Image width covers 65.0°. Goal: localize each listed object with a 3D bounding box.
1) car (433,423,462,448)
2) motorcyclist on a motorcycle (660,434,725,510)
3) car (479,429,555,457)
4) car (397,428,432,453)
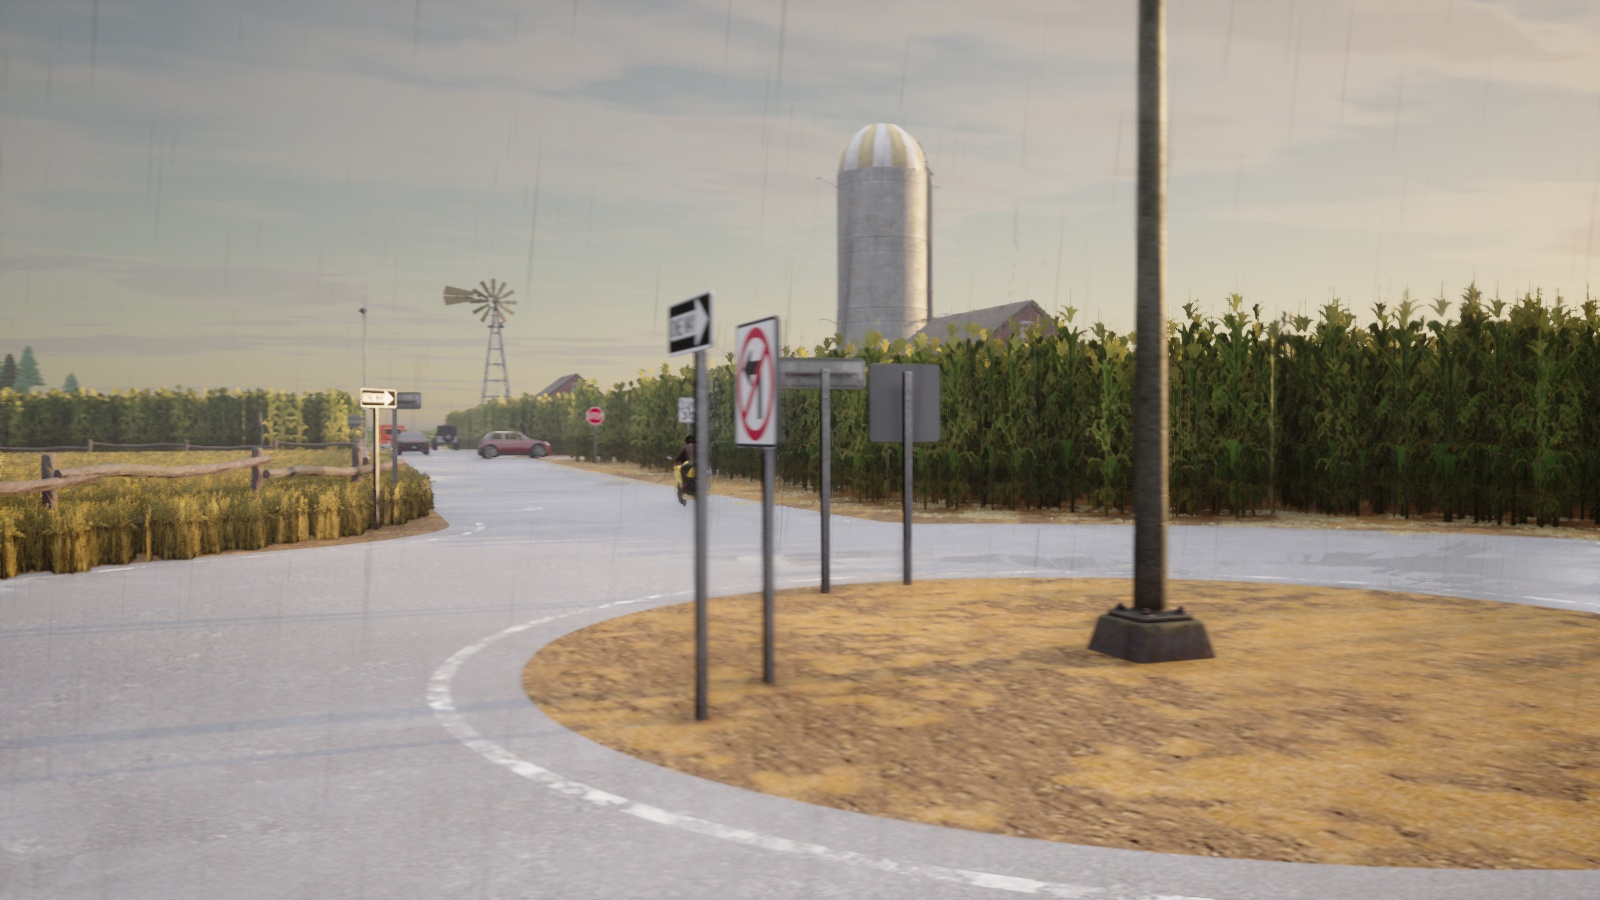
[{"bbox_3d":[-26.787,-1.121,95.386,1.905,1.878,3.866,0,1,-20],"label":"car"},{"bbox_3d":[-2.285,0.441,26.409,0.797,1.523,2.044,0,1,-21],"label":"motorcyclist on a motorcycle"},{"bbox_3d":[-15.266,-0.409,67.690,3.806,1.475,1.970,0,1,-20],"label":"car"},{"bbox_3d":[-24.428,-0.633,79.503,1.882,1.535,5.008,0,1,-20],"label":"car"}]
